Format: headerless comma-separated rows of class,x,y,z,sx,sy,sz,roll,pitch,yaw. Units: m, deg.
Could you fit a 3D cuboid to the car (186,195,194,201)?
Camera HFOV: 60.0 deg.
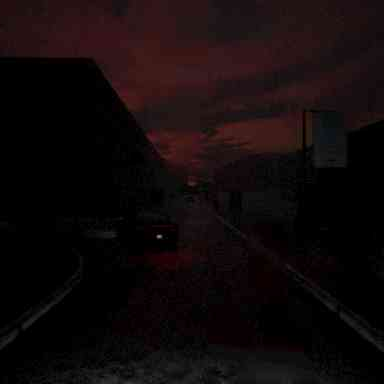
car,-0.497,1.337,80.864,1.812,1.442,4.674,0,0,0

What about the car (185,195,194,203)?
car,-0.436,1.604,70.880,1.895,1.301,4.718,0,0,0

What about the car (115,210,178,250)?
car,-2.196,1.573,15.103,1.882,1.535,5.008,2,-1,-23
